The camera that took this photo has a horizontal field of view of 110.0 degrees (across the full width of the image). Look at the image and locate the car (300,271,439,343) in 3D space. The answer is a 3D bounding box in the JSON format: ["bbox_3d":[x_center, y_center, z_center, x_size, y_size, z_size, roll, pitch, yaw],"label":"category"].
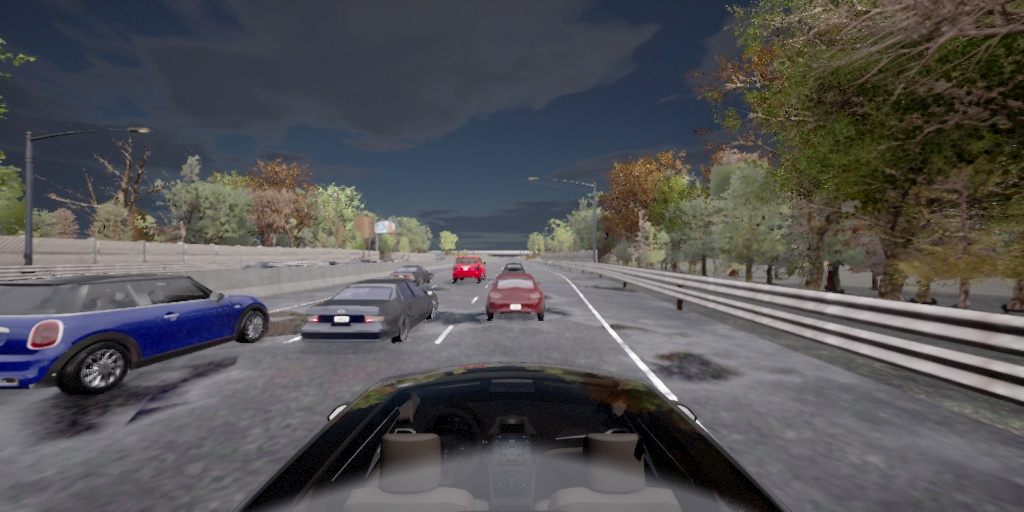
[{"bbox_3d":[-3.397,1.315,9.685,2.033,1.411,5.357,0,0,0],"label":"car"}]

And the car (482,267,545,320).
[{"bbox_3d":[0.113,1.301,12.663,1.812,1.442,4.674,0,0,0],"label":"car"}]

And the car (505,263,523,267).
[{"bbox_3d":[0.158,1.326,29.640,1.837,1.490,4.892,0,0,0],"label":"car"}]

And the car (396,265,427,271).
[{"bbox_3d":[-6.861,1.353,24.705,2.033,1.411,5.357,0,0,0],"label":"car"}]

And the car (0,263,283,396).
[{"bbox_3d":[-6.918,1.111,6.796,2.097,1.767,4.553,0,0,0],"label":"car"}]

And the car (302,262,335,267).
[{"bbox_3d":[-20.997,1.375,40.177,1.812,1.442,4.674,0,0,0],"label":"car"}]

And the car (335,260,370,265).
[{"bbox_3d":[-17.498,1.203,40.331,2.097,1.767,4.553,0,0,0],"label":"car"}]

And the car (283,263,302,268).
[{"bbox_3d":[-24.504,1.446,39.282,1.895,1.301,4.718,0,0,0],"label":"car"}]

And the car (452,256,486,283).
[{"bbox_3d":[-3.344,1.039,28.648,2.150,2.045,5.566,0,0,0],"label":"car"}]

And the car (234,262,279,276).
[{"bbox_3d":[-27.927,1.410,39.436,1.994,1.385,4.181,0,0,-1],"label":"car"}]
